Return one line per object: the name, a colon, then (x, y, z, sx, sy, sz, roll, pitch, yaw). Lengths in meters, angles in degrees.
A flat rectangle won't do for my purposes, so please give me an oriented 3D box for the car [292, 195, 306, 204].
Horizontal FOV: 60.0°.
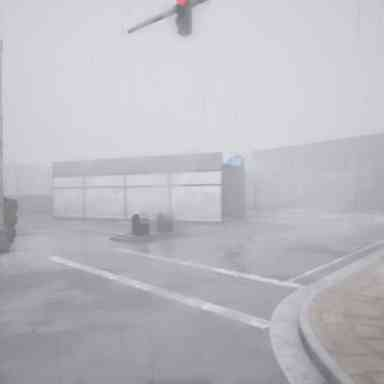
car: (18.249, 1.434, 58.473, 2.242, 1.667, 4.611, -1, 0, 42)
